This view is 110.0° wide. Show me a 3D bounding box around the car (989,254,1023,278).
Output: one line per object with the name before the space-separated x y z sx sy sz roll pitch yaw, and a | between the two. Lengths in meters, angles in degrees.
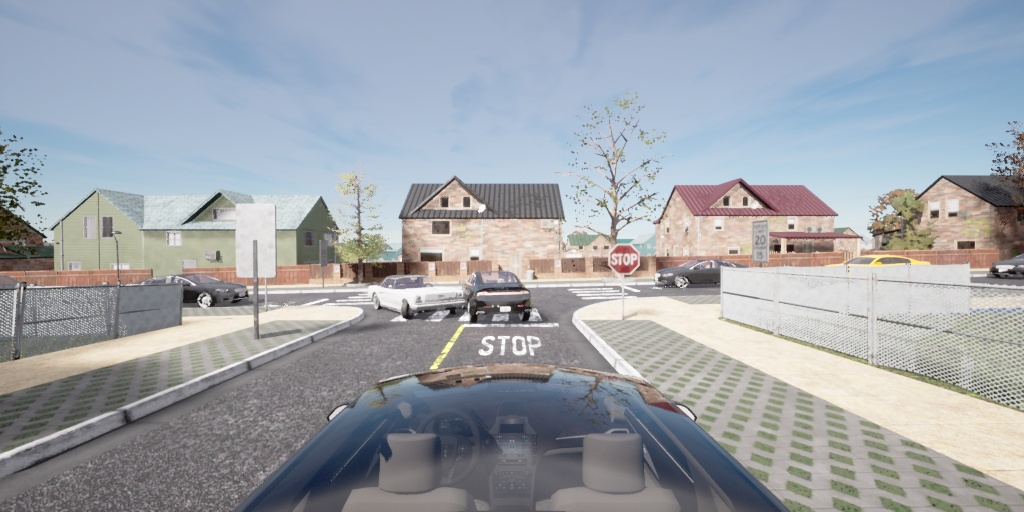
car | 29.383 0.478 19.662 4.902 1.511 2.128 -1 1 0

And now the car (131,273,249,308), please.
car | -14.904 1.567 16.531 4.902 1.511 2.128 -1 1 0

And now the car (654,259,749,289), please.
car | 10.328 0.926 19.587 4.902 1.511 2.128 -1 1 0

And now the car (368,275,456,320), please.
car | -3.603 1.368 13.036 1.895 1.301 4.718 0 0 -38

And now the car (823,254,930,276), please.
car | 19.759 0.690 19.624 5.008 1.535 1.882 -1 1 -1

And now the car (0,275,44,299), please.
car | -24.241 1.648 16.489 4.553 1.767 2.097 -1 1 0

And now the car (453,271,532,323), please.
car | -0.687 1.243 12.177 2.128 1.511 4.902 0 0 -12
